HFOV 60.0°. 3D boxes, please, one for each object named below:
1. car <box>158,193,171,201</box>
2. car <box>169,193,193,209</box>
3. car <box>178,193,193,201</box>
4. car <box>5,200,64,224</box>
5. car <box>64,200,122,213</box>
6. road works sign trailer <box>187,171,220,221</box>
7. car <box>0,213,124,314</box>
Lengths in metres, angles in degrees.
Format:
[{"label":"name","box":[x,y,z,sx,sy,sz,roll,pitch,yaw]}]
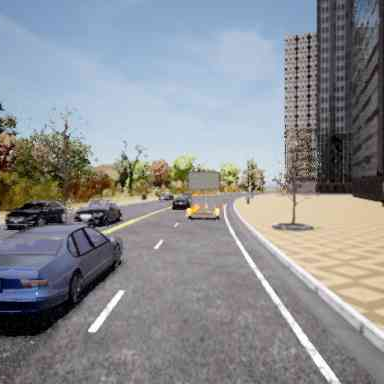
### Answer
[{"label":"car","box":[-4.693,0.883,60.129,2.128,1.511,4.902,0,1,10]},{"label":"car","box":[-1.003,1.180,38.253,1.994,1.385,4.181,0,1,6]},{"label":"car","box":[-1.101,0.882,61.863,1.837,1.490,4.892,0,1,10]},{"label":"car","box":[-9.196,1.292,20.056,1.837,1.490,4.892,0,1,3]},{"label":"car","box":[-5.872,1.272,21.242,2.128,1.511,4.902,0,1,4]},{"label":"road works sign trailer","box":[0.906,0.216,24.953,2.380,3.560,2.880,0,1,5]},{"label":"car","box":[-3.069,1.466,7.755,2.033,1.411,5.357,0,1,2]}]
